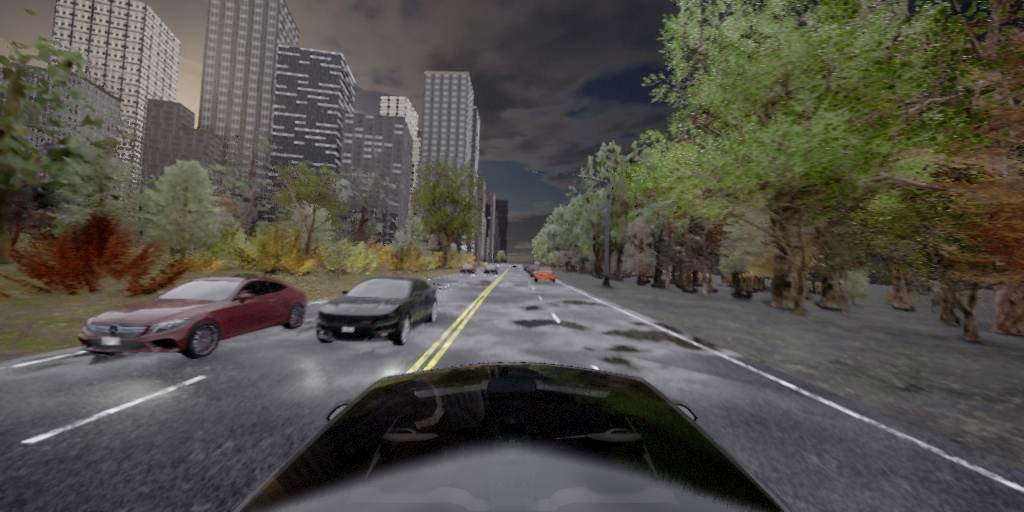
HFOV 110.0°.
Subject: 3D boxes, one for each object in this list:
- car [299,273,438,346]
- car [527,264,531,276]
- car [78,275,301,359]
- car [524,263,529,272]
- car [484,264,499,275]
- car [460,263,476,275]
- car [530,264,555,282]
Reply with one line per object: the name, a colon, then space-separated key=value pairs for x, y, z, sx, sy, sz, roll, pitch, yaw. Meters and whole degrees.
car: x=-3.335 y=1.268 z=9.808 sx=1.882 sy=1.535 sz=5.008 roll=2 pitch=-1 yaw=0
car: x=3.476 y=2.223 z=49.134 sx=1.994 sy=1.385 sz=4.181 roll=1 pitch=-1 yaw=1
car: x=-6.577 y=1.176 z=8.222 sx=1.812 sy=1.442 sz=4.674 roll=2 pitch=-1 yaw=0
car: x=3.623 y=2.150 z=60.115 sx=2.097 sy=1.767 sz=4.553 roll=3 pitch=-1 yaw=1
car: x=-3.013 y=1.975 z=52.756 sx=1.882 sy=1.535 sz=5.008 roll=2 pitch=-1 yaw=1
car: x=-6.276 y=1.850 z=51.803 sx=1.882 sy=1.535 sz=5.008 roll=2 pitch=-1 yaw=1
car: x=3.376 y=1.824 z=38.105 sx=2.097 sy=1.767 sz=4.553 roll=1 pitch=-1 yaw=1
